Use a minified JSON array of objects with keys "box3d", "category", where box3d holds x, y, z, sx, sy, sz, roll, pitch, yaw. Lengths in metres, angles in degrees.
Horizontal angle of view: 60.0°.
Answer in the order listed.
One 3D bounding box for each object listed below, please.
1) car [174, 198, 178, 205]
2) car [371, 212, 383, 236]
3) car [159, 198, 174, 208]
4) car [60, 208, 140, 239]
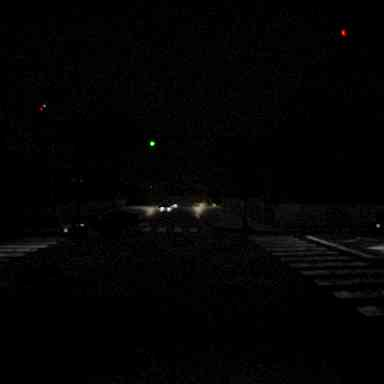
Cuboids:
[{"box3d":[-4.299,2.272,78.386,2.128,1.511,4.902,0,0,3],"category":"car"},{"box3d":[12.130,1.323,16.693,5.566,2.045,2.150,0,-1,2],"category":"car"},{"box3d":[-4.659,2.143,58.842,1.994,1.385,4.181,0,0,-1],"category":"car"},{"box3d":[-5.050,1.688,18.864,2.128,1.511,4.902,0,0,32],"category":"car"}]
